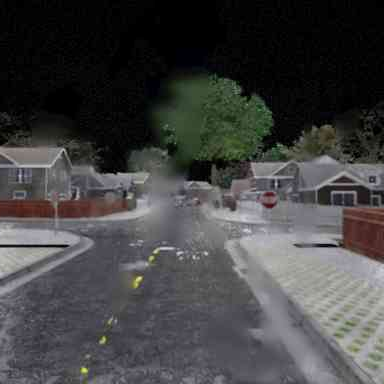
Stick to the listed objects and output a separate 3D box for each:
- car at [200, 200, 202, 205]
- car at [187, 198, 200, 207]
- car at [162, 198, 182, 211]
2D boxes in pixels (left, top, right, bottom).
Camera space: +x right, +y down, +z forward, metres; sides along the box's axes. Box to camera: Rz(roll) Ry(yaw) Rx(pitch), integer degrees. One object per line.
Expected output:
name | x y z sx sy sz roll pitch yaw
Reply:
car | 0.907 2.124 75.282 1.882 1.535 5.008 0 -1 13
car | 0.004 2.108 64.684 2.033 1.411 5.357 0 -1 1
car | -2.834 1.663 44.902 2.097 1.767 4.553 0 -1 0
